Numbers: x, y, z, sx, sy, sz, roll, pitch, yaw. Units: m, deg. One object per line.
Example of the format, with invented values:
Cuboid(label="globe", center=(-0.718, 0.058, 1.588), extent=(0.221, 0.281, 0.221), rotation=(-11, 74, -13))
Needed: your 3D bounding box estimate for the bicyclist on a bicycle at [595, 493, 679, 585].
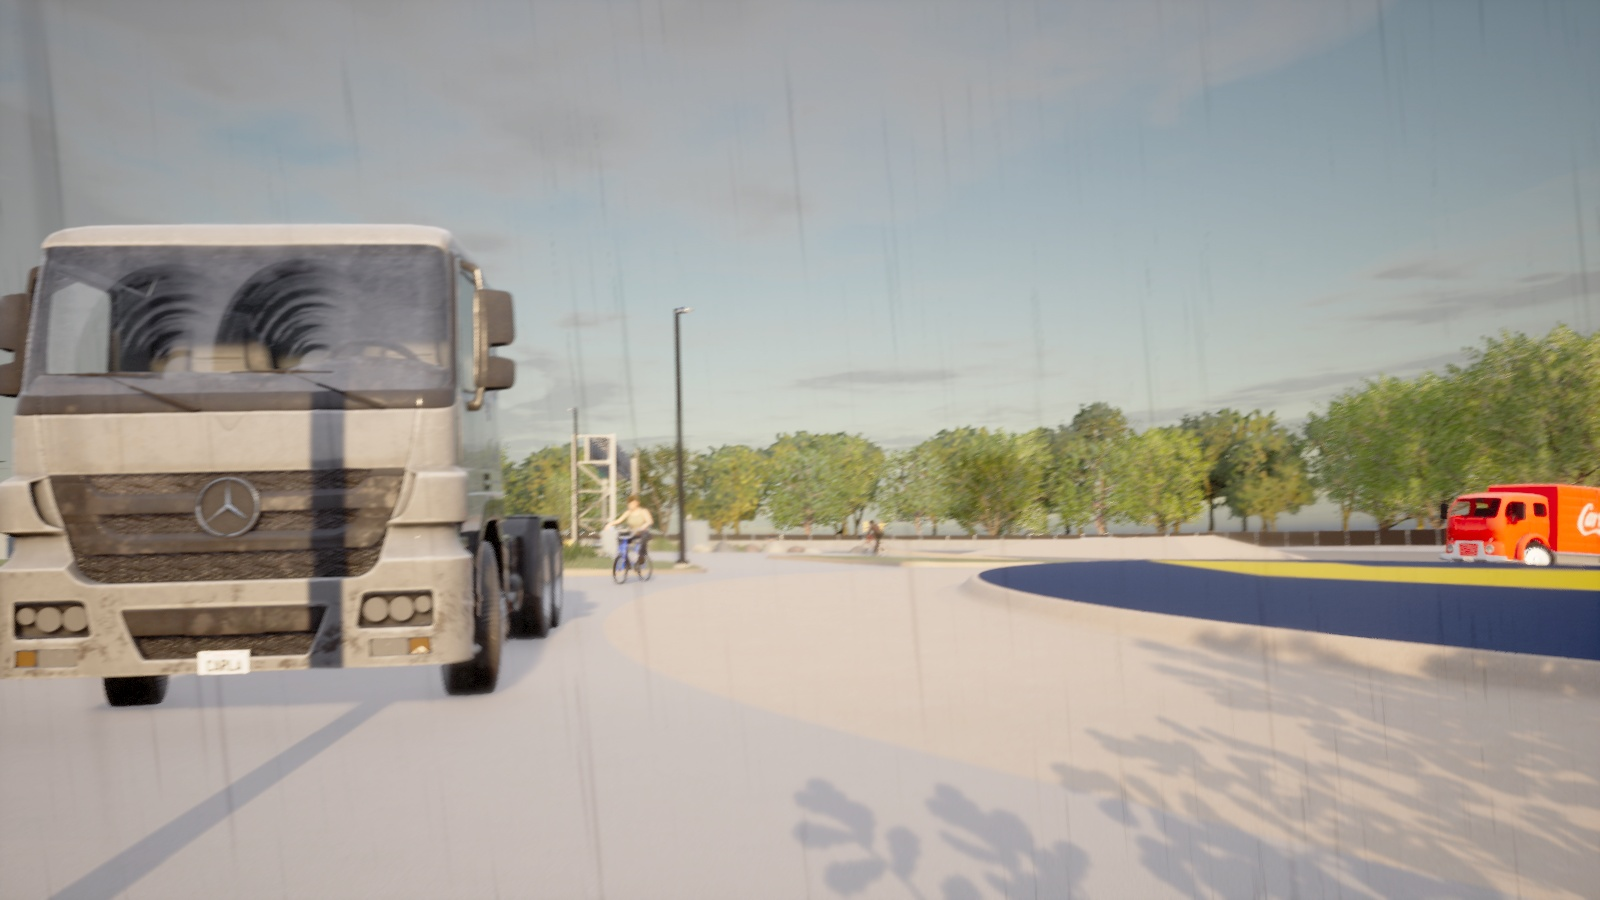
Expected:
Cuboid(label="bicyclist on a bicycle", center=(-2.965, 1.605, 22.943), extent=(0.866, 1.612, 1.509), rotation=(-3, -3, 20))

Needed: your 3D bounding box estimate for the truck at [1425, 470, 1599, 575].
Cuboid(label="truck", center=(19.426, 1.948, 32.826), extent=(5.204, 2.467, 2.627), rotation=(4, -4, -19))

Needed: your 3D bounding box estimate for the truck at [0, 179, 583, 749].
Cuboid(label="truck", center=(-3.851, 0.238, 11.751), extent=(2.891, 3.462, 7.936), rotation=(-2, -3, -5))
